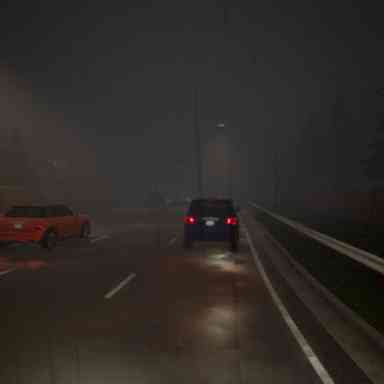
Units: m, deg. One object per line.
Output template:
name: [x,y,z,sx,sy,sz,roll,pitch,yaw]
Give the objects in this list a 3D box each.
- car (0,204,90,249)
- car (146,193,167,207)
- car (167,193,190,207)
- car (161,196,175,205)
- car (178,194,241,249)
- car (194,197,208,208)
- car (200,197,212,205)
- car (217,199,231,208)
car: [-6.146,1.277,14.321,2.097,1.767,4.553,1,0,6]
car: [-5.559,1.177,51.428,2.150,2.045,5.566,1,0,6]
car: [-2.043,1.355,51.388,2.097,1.767,4.553,1,0,6]
car: [-4.393,1.504,61.751,1.812,1.442,4.674,1,0,6]
car: [0.959,1.242,14.859,2.150,2.045,5.566,1,0,6]
car: [1.435,1.575,51.023,1.812,1.442,4.674,1,0,6]
car: [2.570,1.677,61.039,1.895,1.301,4.718,1,0,6]
car: [4.915,1.697,50.659,1.895,1.301,4.718,1,0,6]
